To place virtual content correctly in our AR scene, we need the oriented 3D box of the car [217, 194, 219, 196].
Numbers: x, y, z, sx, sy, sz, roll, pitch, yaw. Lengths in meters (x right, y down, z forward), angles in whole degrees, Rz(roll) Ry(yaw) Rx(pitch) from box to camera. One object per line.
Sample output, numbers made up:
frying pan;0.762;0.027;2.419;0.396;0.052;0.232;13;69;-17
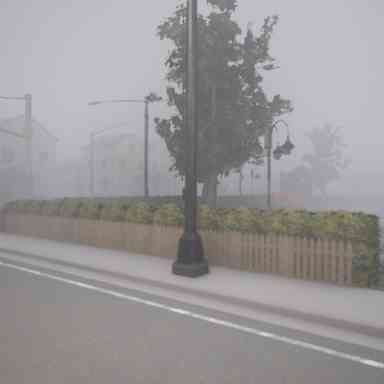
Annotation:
car;3.518;1.006;59.808;1.882;1.535;5.008;0;0;35
